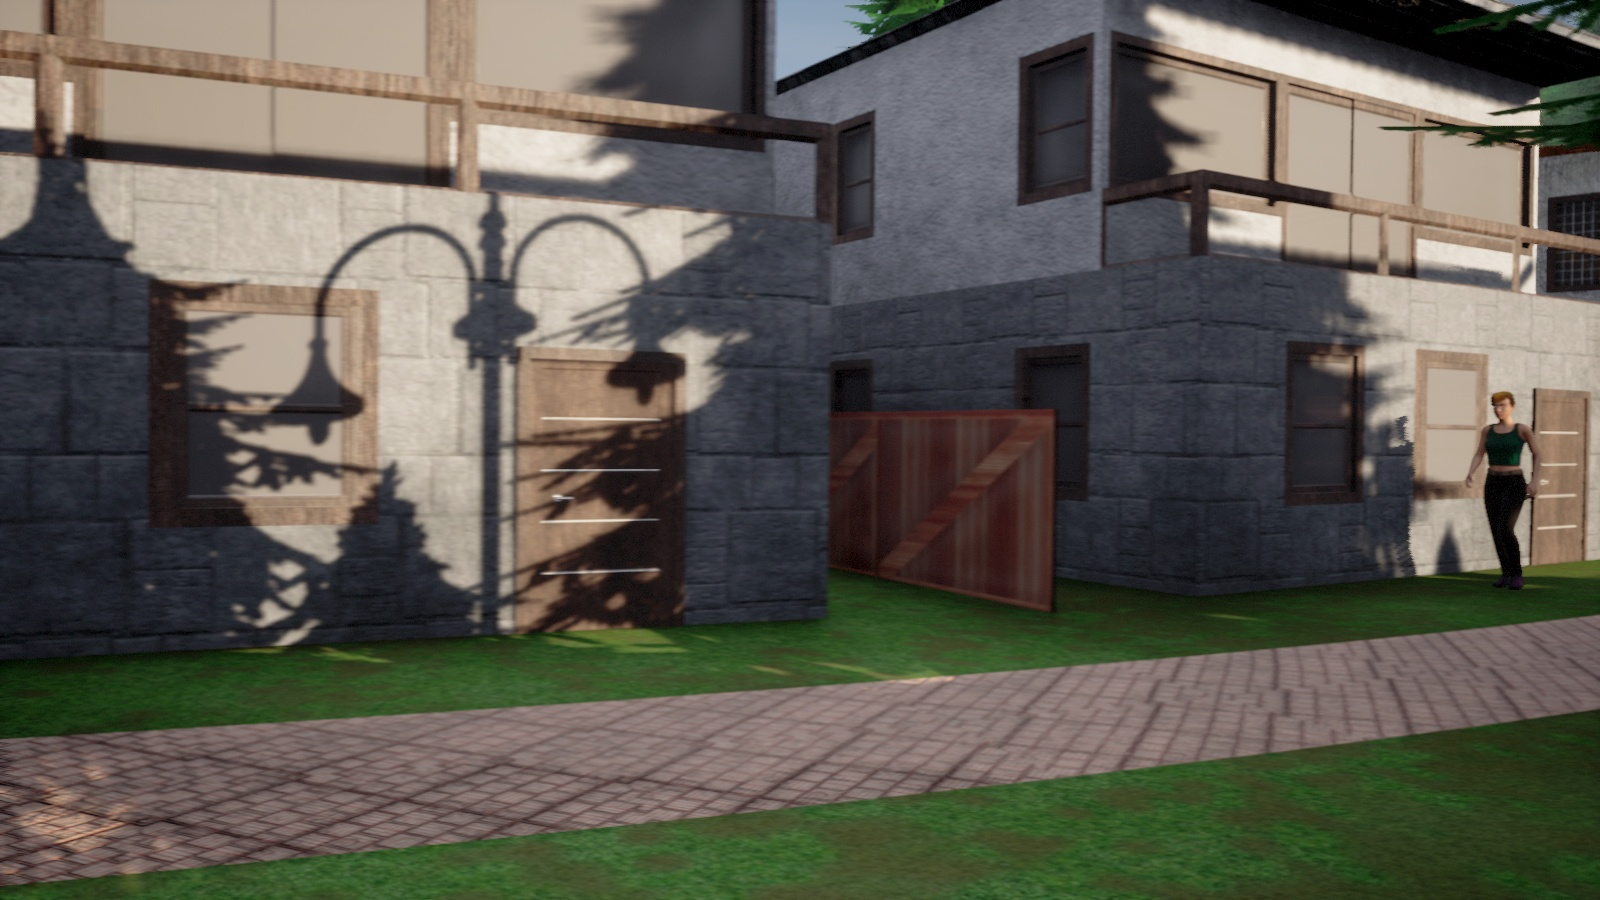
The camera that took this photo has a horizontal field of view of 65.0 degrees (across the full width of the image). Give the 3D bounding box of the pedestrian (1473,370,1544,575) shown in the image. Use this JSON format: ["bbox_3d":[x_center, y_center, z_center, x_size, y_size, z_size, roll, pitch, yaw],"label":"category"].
[{"bbox_3d":[6.513,0.197,11.541,0.594,1.836,0.345,-1,1,-35],"label":"pedestrian"}]
